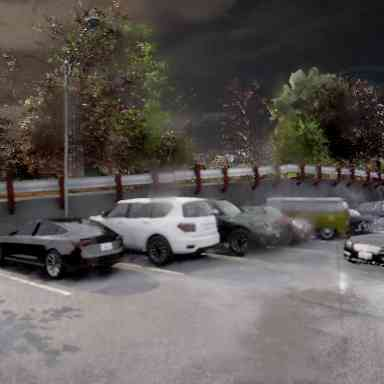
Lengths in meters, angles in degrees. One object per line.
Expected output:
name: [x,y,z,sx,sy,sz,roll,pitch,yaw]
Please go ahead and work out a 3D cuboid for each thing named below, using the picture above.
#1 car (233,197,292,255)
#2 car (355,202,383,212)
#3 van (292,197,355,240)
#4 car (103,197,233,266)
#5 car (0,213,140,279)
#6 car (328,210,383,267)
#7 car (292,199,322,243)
car: [0.829,1.234,13.557,5.566,2.045,2.435,-1,-1,35]
car: [8.198,1.492,18.809,4.892,1.521,2.231,-1,-1,35]
van: [5.635,1.265,17.120,4.442,1.987,1.878,-1,0,35]
car: [-1.691,1.232,11.821,5.566,2.045,2.435,-1,0,35]
car: [-4.156,1.511,10.069,4.792,1.488,2.163,-1,0,35]
car: [6.805,1.497,10.624,4.902,1.511,2.128,0,0,-35]
car: [3.245,1.362,15.333,4.553,1.767,2.185,-1,-1,35]
